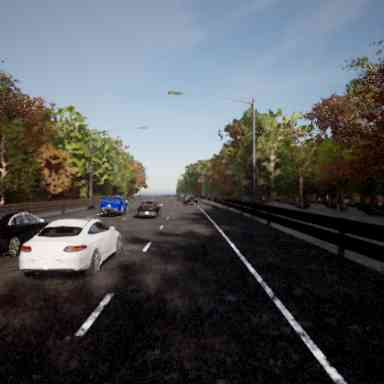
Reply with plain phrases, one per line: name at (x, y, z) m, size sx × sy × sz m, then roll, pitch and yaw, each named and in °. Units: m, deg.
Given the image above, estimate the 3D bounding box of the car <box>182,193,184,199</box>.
car at (-0.487, 1.447, 67.914) m, size 1.801 × 1.575 × 5.366 m, roll 0°, pitch 0°, yaw -3°

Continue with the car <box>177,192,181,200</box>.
car at (-2.812, 1.137, 92.443) m, size 2.150 × 2.045 × 5.566 m, roll 0°, pitch 0°, yaw -4°

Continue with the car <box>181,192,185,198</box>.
car at (-0.762, 1.231, 73.787) m, size 2.150 × 2.045 × 5.566 m, roll 0°, pitch 0°, yaw -3°

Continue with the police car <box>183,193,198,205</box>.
police car at (-0.067, 1.397, 57.778) m, size 1.930 × 1.638 × 5.238 m, roll 0°, pitch 0°, yaw -2°

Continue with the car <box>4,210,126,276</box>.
car at (-3.447, 1.504, 10.120) m, size 1.812 × 1.442 × 4.674 m, roll 0°, pitch 0°, yaw 0°

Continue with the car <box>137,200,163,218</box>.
car at (-3.709, 1.464, 29.500) m, size 1.837 × 1.490 × 4.892 m, roll 0°, pitch 0°, yaw -1°

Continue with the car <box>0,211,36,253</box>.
car at (-6.970, 1.467, 12.736) m, size 2.128 × 1.511 × 4.902 m, roll 0°, pitch 0°, yaw 0°

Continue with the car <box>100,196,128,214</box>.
car at (-7.174, 1.171, 31.077) m, size 1.882 × 1.535 × 5.008 m, roll 4°, pitch -3°, yaw -2°
